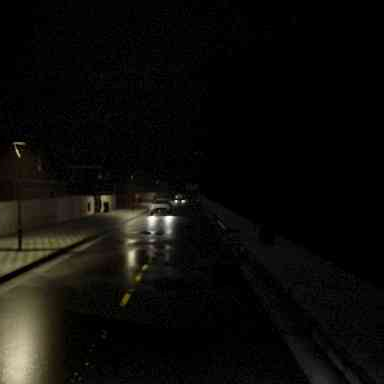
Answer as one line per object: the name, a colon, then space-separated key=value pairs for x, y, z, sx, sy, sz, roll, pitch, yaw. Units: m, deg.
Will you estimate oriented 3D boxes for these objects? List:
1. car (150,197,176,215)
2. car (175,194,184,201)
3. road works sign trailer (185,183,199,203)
car: x=-2.830 y=1.377 z=31.369 sx=1.812 sy=1.442 sz=4.674 roll=0 pitch=0 yaw=0
car: x=-2.710 y=1.150 z=73.286 sx=1.812 sy=1.442 sz=4.674 roll=0 pitch=0 yaw=0
road works sign trailer: x=0.032 y=0.203 z=58.302 sx=2.380 sy=3.560 sz=2.880 roll=0 pitch=0 yaw=0
